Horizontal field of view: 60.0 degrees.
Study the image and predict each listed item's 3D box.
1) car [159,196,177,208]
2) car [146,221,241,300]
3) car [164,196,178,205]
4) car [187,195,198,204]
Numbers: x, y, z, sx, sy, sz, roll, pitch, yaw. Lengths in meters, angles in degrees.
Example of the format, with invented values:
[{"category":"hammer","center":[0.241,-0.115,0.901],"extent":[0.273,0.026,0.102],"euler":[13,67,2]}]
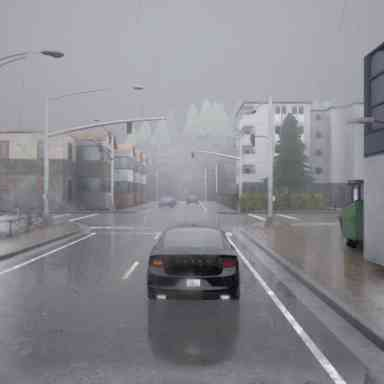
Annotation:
[{"category":"car","center":[-3.609,1.473,47.401],"extent":[1.882,1.535,5.008],"euler":[0,0,0]},{"category":"car","center":[0.047,1.477,8.434],"extent":[1.882,1.535,5.008],"euler":[0,0,1]},{"category":"car","center":[-3.591,1.486,57.752],"extent":[2.128,1.511,4.902],"euler":[0,0,0]},{"category":"car","center":[0.083,1.345,61.820],"extent":[2.097,1.767,4.553],"euler":[0,0,0]}]
